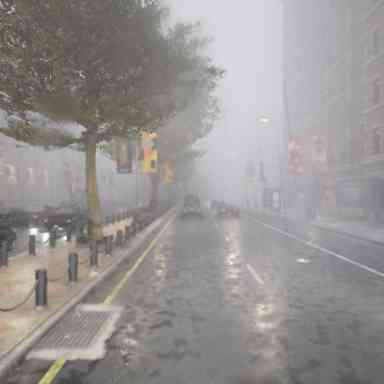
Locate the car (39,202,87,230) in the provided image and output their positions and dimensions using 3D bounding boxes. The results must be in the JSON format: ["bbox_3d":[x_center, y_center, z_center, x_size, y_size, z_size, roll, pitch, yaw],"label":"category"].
[{"bbox_3d":[-8.002,1.639,22.292,2.033,1.411,5.357,0,0,0],"label":"car"}]

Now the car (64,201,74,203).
[{"bbox_3d":[-11.502,1.617,30.566,2.128,1.511,4.902,0,0,0],"label":"car"}]

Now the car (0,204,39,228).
[{"bbox_3d":[-11.501,1.647,20.332,1.994,1.385,4.181,0,0,0],"label":"car"}]

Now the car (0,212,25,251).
[{"bbox_3d":[-8.030,1.612,11.671,1.994,1.385,4.181,0,0,1],"label":"car"}]

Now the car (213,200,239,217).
[{"bbox_3d":[3.501,1.738,33.219,1.895,1.301,4.718,0,0,0],"label":"car"}]

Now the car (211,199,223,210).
[{"bbox_3d":[3.526,1.677,44.953,2.128,1.511,4.902,0,0,1],"label":"car"}]

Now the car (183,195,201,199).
[{"bbox_3d":[0.013,1.405,43.820,2.150,2.045,5.566,0,0,0],"label":"car"}]

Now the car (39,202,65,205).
[{"bbox_3d":[-11.502,1.670,24.910,1.812,1.442,4.674,0,0,0],"label":"car"}]

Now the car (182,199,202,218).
[{"bbox_3d":[-0.002,1.679,31.821,2.033,1.411,5.357,0,0,0],"label":"car"}]
